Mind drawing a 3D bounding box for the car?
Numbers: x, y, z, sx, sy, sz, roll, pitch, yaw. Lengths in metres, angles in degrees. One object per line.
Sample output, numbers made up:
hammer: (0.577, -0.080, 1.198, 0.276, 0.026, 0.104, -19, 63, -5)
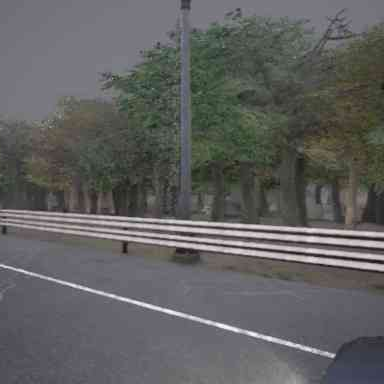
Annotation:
car: (3.329, 1.554, 1.481, 5.357, 1.411, 2.033, 0, 0, 35)
